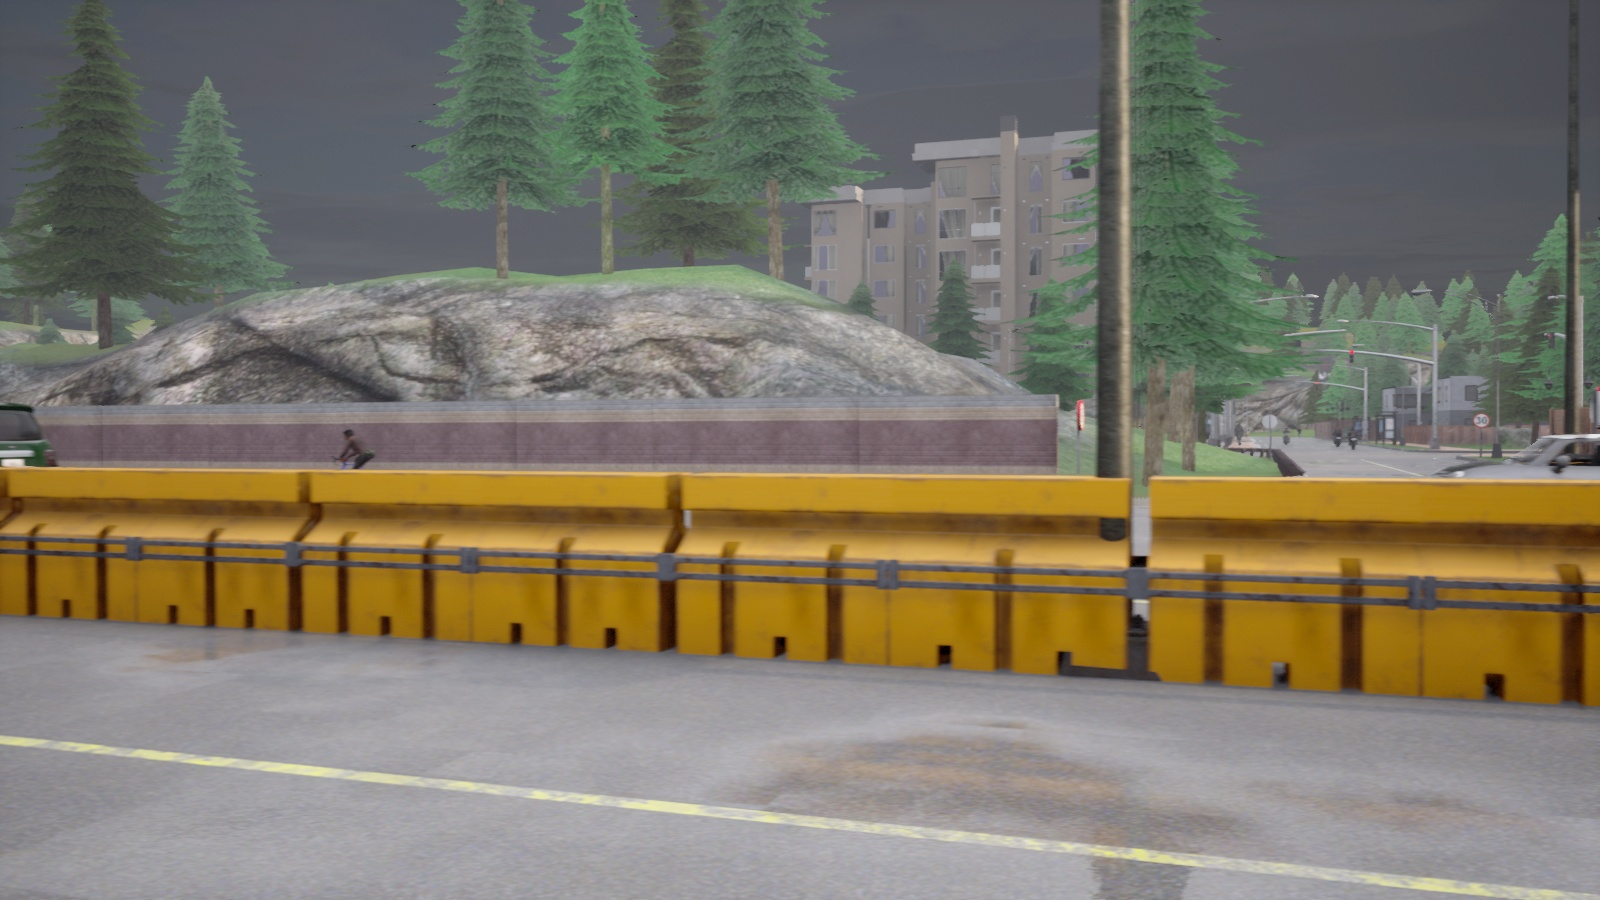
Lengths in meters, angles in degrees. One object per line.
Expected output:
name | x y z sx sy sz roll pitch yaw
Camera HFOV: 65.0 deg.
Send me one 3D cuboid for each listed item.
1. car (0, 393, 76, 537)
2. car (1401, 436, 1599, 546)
car | -13.996 0.187 18.938 5.566 2.045 2.150 0 1 18
car | 10.847 0.545 18.005 3.806 1.475 1.970 1 1 19
